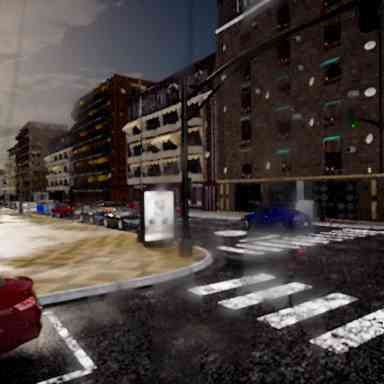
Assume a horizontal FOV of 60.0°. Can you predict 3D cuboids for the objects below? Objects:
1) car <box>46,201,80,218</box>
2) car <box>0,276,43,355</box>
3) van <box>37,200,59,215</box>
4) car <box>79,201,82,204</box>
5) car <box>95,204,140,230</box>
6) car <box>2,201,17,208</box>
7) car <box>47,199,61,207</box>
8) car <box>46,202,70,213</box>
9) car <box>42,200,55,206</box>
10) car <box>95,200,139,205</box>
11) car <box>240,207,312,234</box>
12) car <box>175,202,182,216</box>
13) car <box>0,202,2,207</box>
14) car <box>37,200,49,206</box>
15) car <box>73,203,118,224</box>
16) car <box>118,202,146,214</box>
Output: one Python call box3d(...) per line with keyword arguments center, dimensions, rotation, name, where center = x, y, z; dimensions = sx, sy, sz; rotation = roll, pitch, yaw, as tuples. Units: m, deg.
box3d(center=(-14.211, 2.061, 36.585), dimensions=(1.887, 1.381, 4.507), rotation=(-2, 0, -36), name="car")
box3d(center=(-3.973, 1.589, 3.737), dimensions=(4.206, 1.307, 1.802), rotation=(0, 0, -35), name="car")
box3d(center=(-19.123, 1.981, 43.477), dimensions=(1.690, 1.788, 3.998), rotation=(-2, 0, -36), name="van")
box3d(center=(-20.799, 2.323, 60.178), dimensions=(1.802, 1.307, 4.206), rotation=(-2, 0, -36), name="car")
box3d(center=(-4.886, 1.834, 23.585), dimensions=(2.008, 1.369, 4.403), rotation=(-2, 0, -36), name="car")
box3d(center=(-37.371, 2.649, 68.822), dimensions=(2.008, 1.369, 4.403), rotation=(-2, 0, -36), name="car")
box3d(center=(-30.580, 2.427, 73.725), dimensions=(1.967, 1.590, 4.097), rotation=(-2, 0, -36), name="car")
box3d(center=(-19.921, 2.226, 49.253), dimensions=(2.033, 1.411, 5.357), rotation=(-1, 0, -36), name="car")
box3d(center=(-33.835, 2.635, 78.242), dimensions=(1.947, 1.339, 4.313), rotation=(-2, 0, -36), name="car")
box3d(center=(-6.969, 1.705, 31.136), dimensions=(2.097, 1.767, 4.553), rotation=(-1, 0, -36), name="car")
box3d(center=(4.918, 1.607, 20.008), dimensions=(1.812, 1.442, 4.674), rotation=(-1, 0, -33), name="car")
box3d(center=(-2.453, 1.722, 34.969), dimensions=(1.967, 1.590, 4.097), rotation=(-2, 0, -36), name="car")
box3d(center=(-43.889, 2.808, 77.854), dimensions=(1.887, 1.381, 4.507), rotation=(-2, 0, -36), name="car")
box3d(center=(-37.094, 2.696, 82.758), dimensions=(1.887, 1.381, 4.507), rotation=(-2, 0, -36), name="car")
box3d(center=(-8.145, 1.915, 28.101), dimensions=(2.008, 1.369, 4.403), rotation=(-2, 0, -36), name="car")
box3d(center=(-7.699, 1.995, 42.160), dimensions=(1.802, 1.307, 4.206), rotation=(-2, 0, -36), name="car")
